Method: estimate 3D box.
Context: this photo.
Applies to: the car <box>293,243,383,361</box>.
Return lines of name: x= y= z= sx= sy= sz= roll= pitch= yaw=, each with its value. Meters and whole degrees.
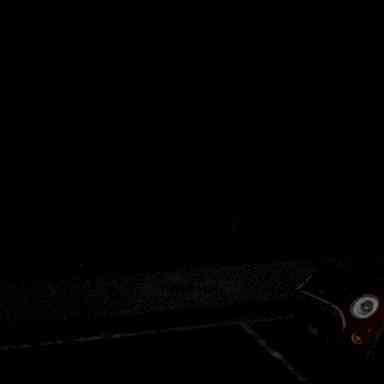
car: x=3.779 y=1.572 z=5.594 sx=4.097 sy=1.590 sz=1.967 roll=0 pitch=-2 yaw=-14
